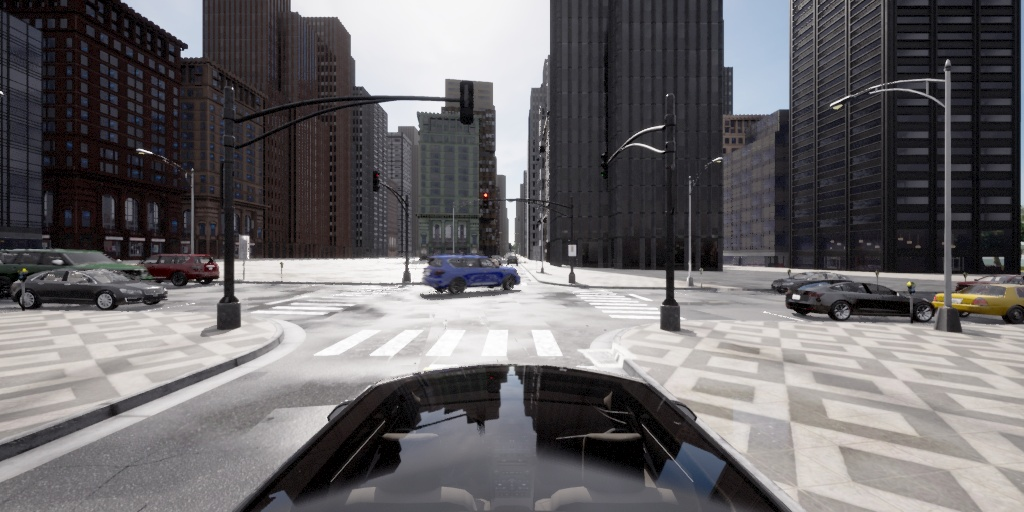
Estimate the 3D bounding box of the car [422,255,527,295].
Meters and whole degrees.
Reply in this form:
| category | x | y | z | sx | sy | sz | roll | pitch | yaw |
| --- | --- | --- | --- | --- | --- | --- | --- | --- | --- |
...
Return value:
| category | x | y | z | sx | sy | sz | roll | pitch | yaw |
| --- | --- | --- | --- | --- | --- | --- | --- | --- | --- |
| car | -2.169 | 0.977 | 19.842 | 5.566 | 2.045 | 2.150 | 0 | 1 | -38 |

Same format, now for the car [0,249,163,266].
| category | x | y | z | sx | sy | sz | roll | pitch | yaw |
| --- | --- | --- | --- | --- | --- | --- | --- | --- | --- |
| car | -18.932 | 0.730 | 15.400 | 5.566 | 2.045 | 2.150 | 0 | 0 | 0 |

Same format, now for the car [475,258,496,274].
| category | x | y | z | sx | sy | sz | roll | pitch | yaw |
| --- | --- | --- | --- | --- | --- | --- | --- | --- | --- |
| car | -3.038 | 1.102 | 42.288 | 2.097 | 1.767 | 4.553 | 0 | 0 | 0 |

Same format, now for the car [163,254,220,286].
| category | x | y | z | sx | sy | sz | roll | pitch | yaw |
| --- | --- | --- | --- | --- | --- | --- | --- | --- | --- |
| car | -20.199 | 0.799 | 21.173 | 5.009 | 1.841 | 2.192 | 0 | 0 | 0 |

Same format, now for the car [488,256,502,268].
| category | x | y | z | sx | sy | sz | roll | pitch | yaw |
| --- | --- | --- | --- | --- | --- | --- | --- | --- | --- |
| car | -2.954 | 0.973 | 63.188 | 2.150 | 2.045 | 5.566 | 0 | 0 | 1 |

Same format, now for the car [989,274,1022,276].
| category | x | y | z | sx | sy | sz | roll | pitch | yaw |
| --- | --- | --- | --- | --- | --- | --- | --- | --- | --- |
| car | 29.094 | 1.766 | 21.187 | 4.507 | 1.381 | 1.888 | 0 | 0 | 0 |

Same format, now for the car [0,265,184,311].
| category | x | y | z | sx | sy | sz | roll | pitch | yaw |
| --- | --- | --- | --- | --- | --- | --- | --- | --- | --- |
| car | -14.765 | 1.116 | 12.638 | 4.403 | 1.370 | 2.007 | 0 | 0 | 0 |

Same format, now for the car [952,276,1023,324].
| category | x | y | z | sx | sy | sz | roll | pitch | yaw |
| --- | --- | --- | --- | --- | --- | --- | --- | --- | --- |
| car | 17.955 | 1.571 | 12.680 | 4.829 | 1.417 | 1.751 | 0 | 0 | 0 |

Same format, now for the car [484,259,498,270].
| category | x | y | z | sx | sy | sz | roll | pitch | yaw |
| --- | --- | --- | --- | --- | --- | --- | --- | --- | --- |
| car | -3.017 | 1.227 | 52.486 | 1.882 | 1.535 | 5.008 | 0 | 0 | 0 |

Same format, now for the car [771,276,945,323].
| category | x | y | z | sx | sy | sz | roll | pitch | yaw |
| --- | --- | --- | --- | --- | --- | --- | --- | --- | --- |
| car | 12.143 | 1.524 | 12.690 | 4.313 | 1.339 | 1.948 | 0 | 0 | 0 |

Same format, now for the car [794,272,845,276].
| category | x | y | z | sx | sy | sz | roll | pitch | yaw |
| --- | --- | --- | --- | --- | --- | --- | --- | --- | --- |
| car | 17.808 | 1.591 | 21.206 | 4.403 | 1.370 | 2.007 | 0 | 0 | 0 |
